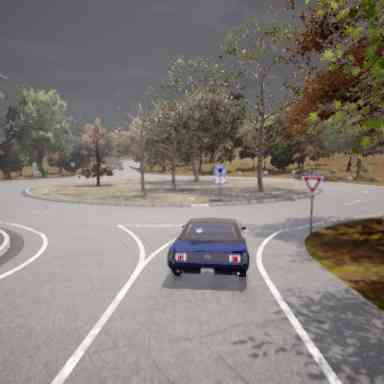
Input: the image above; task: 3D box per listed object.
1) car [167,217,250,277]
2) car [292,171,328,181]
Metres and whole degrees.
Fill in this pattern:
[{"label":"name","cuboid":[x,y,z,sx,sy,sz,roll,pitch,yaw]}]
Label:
[{"label":"car","cuboid":[0.630,1.369,9.626,1.895,1.301,4.718,0,3,7]},{"label":"car","cuboid":[17.123,-2.296,48.412,2.033,1.411,5.357,-3,6,-28]}]
